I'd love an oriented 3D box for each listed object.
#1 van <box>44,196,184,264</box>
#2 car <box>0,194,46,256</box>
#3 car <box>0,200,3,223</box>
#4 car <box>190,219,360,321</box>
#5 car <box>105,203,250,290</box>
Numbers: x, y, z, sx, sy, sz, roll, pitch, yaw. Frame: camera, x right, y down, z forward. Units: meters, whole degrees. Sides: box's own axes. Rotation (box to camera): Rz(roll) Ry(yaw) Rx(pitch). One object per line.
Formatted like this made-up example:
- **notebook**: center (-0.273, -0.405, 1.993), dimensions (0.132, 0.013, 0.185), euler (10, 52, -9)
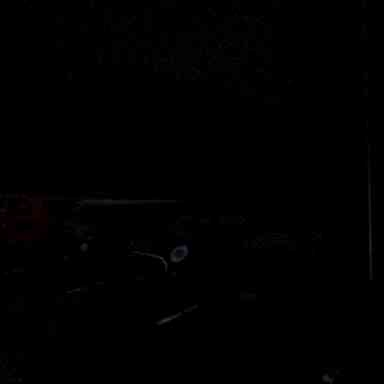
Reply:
- **van**: center (-2.073, 1.206, 10.701), dimensions (1.878, 1.987, 4.442), euler (1, 0, 37)
- **car**: center (-4.179, 1.157, 12.468), dimensions (2.435, 2.045, 5.566), euler (1, 0, 37)
- **car**: center (-14.768, 1.286, 20.870), dimensions (2.002, 1.452, 4.674), euler (1, 1, 40)
- **car**: center (2.388, 1.481, 7.466), dimensions (2.231, 1.521, 4.892), euler (1, 0, 37)
- **car**: center (0.214, 1.332, 9.157), dimensions (2.185, 1.767, 4.553), euler (1, 0, 37)
